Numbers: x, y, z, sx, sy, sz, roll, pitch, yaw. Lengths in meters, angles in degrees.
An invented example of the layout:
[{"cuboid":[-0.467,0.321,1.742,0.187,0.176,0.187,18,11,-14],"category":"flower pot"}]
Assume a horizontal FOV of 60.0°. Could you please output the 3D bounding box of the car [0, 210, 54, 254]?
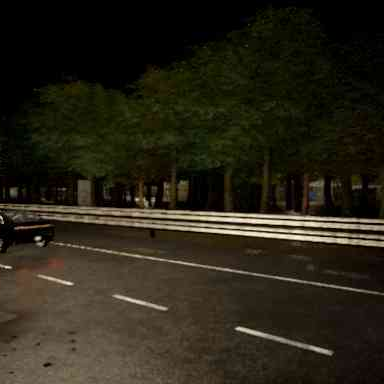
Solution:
[{"cuboid":[-7.620,1.493,13.604,4.902,1.511,2.128,0,0,35],"category":"car"}]
